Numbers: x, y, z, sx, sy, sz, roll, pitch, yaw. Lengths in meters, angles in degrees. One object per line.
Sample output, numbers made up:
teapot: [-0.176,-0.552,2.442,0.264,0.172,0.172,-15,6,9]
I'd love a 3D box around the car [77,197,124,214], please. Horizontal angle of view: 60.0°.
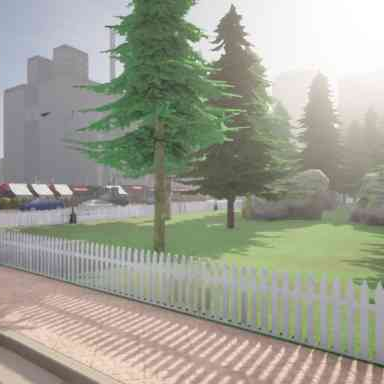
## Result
car: [-9.742,1.513,34.741,1.812,1.442,4.674,0,0,34]

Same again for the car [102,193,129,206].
car: [-11.122,1.206,45.561,2.150,2.045,5.566,0,0,34]

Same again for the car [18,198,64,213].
car: [-16.769,1.462,37.201,1.882,1.535,5.008,0,0,34]

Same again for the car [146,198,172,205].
car: [-5.334,1.337,54.065,2.097,1.767,4.553,0,0,34]
